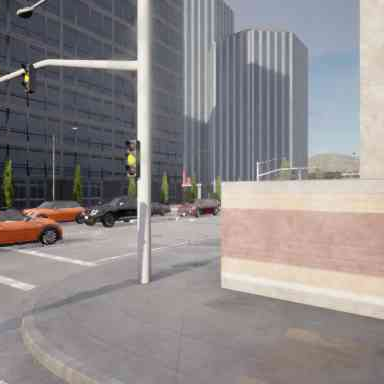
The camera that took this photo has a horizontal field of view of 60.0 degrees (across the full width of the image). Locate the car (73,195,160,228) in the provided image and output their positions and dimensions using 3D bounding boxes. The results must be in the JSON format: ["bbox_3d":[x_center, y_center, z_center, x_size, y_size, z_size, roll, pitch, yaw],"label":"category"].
[{"bbox_3d":[-5.132,1.277,23.502,2.150,2.045,5.566,0,0,36],"label":"car"}]

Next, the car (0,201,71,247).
[{"bbox_3d":[-7.686,1.408,13.599,2.097,1.767,4.553,0,0,36],"label":"car"}]

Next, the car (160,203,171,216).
[{"bbox_3d":[-4.164,1.603,30.851,2.033,1.411,5.357,0,0,36],"label":"car"}]

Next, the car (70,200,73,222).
[{"bbox_3d":[-9.688,1.407,23.155,2.097,1.767,4.553,0,0,36],"label":"car"}]

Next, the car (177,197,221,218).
[{"bbox_3d":[0.595,1.407,31.473,2.097,1.767,4.553,0,0,36],"label":"car"}]

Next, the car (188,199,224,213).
[{"bbox_3d":[1.760,1.560,39.082,1.837,1.490,4.892,0,0,36],"label":"car"}]
